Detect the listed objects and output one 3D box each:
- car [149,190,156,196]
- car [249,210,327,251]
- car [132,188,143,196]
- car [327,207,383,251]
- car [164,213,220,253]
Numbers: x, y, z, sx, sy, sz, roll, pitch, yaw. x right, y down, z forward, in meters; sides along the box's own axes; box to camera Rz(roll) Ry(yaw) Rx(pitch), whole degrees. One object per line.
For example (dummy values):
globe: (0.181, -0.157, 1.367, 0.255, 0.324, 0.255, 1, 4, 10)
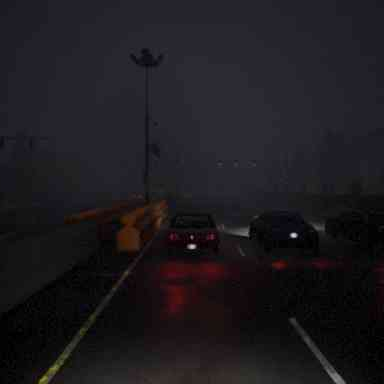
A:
car: (-10.117, 0.194, 83.622, 1.812, 1.442, 4.674, 0, 1, 0)
car: (3.528, 1.420, 13.415, 1.994, 1.385, 4.181, 0, 1, 1)
car: (-13.617, -0.105, 83.608, 2.150, 2.045, 5.566, 0, 1, 0)
car: (7.030, 1.350, 13.337, 2.128, 1.511, 4.902, 0, 1, 1)
car: (0.026, 1.462, 13.117, 1.895, 1.301, 4.718, 0, 1, 1)
